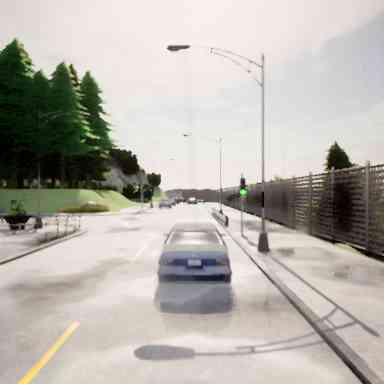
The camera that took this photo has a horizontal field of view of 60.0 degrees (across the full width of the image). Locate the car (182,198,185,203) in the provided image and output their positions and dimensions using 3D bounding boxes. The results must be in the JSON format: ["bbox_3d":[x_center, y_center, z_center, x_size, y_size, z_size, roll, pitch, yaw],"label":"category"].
[{"bbox_3d":[-3.639,2.012,85.418,5.357,1.411,2.033,0,0,40],"label":"car"}]

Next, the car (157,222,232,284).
[{"bbox_3d":[0.070,1.602,9.793,2.033,1.411,5.357,0,0,0],"label":"car"}]

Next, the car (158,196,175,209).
[{"bbox_3d":[-4.051,1.788,51.182,1.837,1.490,4.892,0,0,0],"label":"car"}]

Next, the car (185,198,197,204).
[{"bbox_3d":[0.062,1.949,71.645,1.994,1.385,4.181,0,0,0],"label":"car"}]

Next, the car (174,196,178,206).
[{"bbox_3d":[-4.013,1.863,61.079,1.812,1.442,4.674,0,0,1],"label":"car"}]

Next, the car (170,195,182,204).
[{"bbox_3d":[-3.942,1.620,71.486,2.150,2.045,5.566,0,0,0],"label":"car"}]
